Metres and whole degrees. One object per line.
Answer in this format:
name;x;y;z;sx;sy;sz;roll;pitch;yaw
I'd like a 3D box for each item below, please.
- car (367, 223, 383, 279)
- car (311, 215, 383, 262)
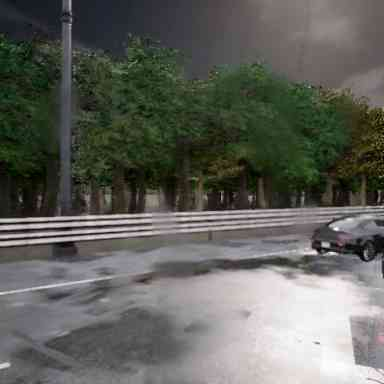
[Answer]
car;6.603;1.560;8.239;4.892;1.490;1.837;0;0;-34
car;6.335;1.589;12.273;4.674;1.442;1.812;0;0;-34
